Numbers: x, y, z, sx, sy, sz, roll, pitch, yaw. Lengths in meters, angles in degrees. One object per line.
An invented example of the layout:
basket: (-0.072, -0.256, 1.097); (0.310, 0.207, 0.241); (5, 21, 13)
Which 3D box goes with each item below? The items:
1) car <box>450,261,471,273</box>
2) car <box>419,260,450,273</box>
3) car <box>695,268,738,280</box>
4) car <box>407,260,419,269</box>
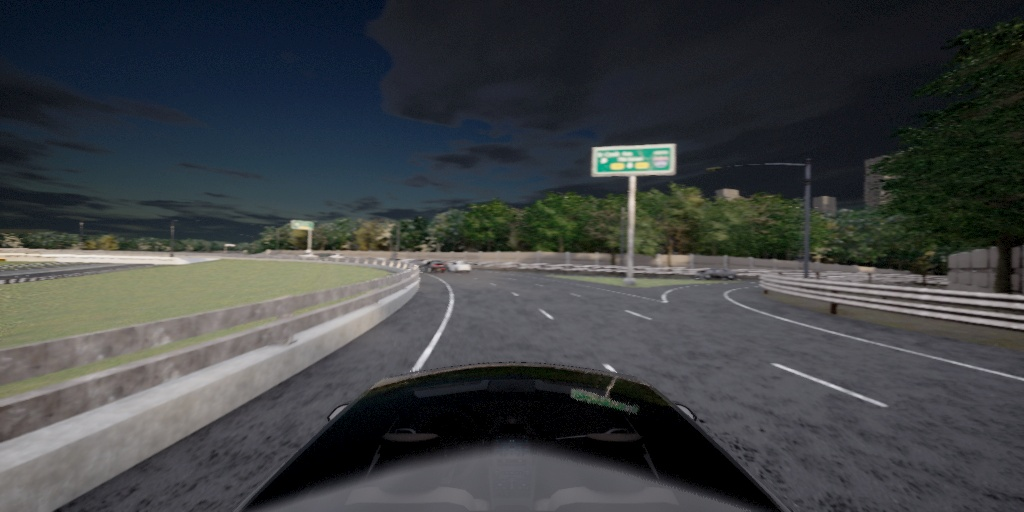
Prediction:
car: (-6.925, 1.450, 47.182); (1.812, 1.442, 4.674); (2, -1, -28)
car: (-9.864, 1.338, 45.256); (1.837, 1.490, 4.892); (2, -1, -28)
car: (25.595, 2.260, 45.015); (4.902, 1.511, 2.128); (1, 0, -1)
car: (-14.696, 1.342, 54.159); (1.994, 1.385, 4.181); (2, 0, -34)
